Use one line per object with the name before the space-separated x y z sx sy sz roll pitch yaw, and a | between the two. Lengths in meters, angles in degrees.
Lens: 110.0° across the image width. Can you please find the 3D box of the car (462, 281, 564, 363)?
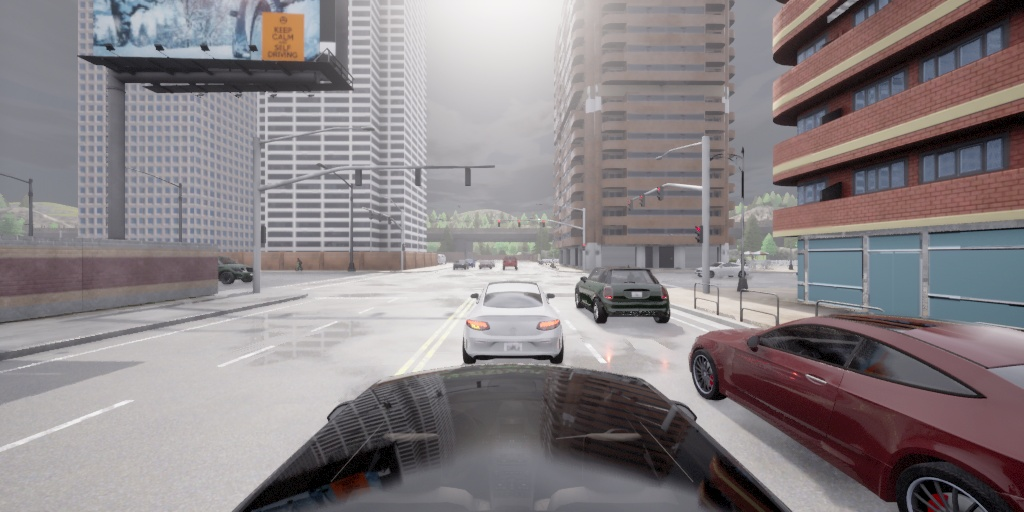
car | 0.017 1.276 7.986 1.812 1.442 4.674 0 0 0

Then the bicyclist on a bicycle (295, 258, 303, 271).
bicyclist on a bicycle | -25.974 1.051 43.748 0.582 1.620 1.656 0 0 0

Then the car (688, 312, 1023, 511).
car | 3.580 1.276 3.482 1.812 1.442 4.674 0 0 0

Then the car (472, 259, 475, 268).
car | -7.549 1.228 62.991 1.882 1.535 5.008 0 0 0

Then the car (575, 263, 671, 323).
car | 3.499 1.102 12.201 2.097 1.767 4.553 0 0 0

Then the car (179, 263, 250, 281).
car | -24.180 1.314 29.271 4.181 1.385 1.994 0 0 0

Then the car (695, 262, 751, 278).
car | 19.387 1.276 33.064 4.674 1.442 1.812 0 0 0

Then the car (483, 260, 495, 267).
car | -4.052 1.351 64.993 1.895 1.301 4.718 0 0 0

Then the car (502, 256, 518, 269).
car | -0.316 0.970 55.414 2.150 2.045 5.566 0 0 -1

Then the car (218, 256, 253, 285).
car | -21.472 0.972 25.775 5.566 2.045 2.150 0 0 0

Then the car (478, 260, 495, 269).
car | -4.012 1.276 55.012 1.812 1.442 4.674 0 0 -1

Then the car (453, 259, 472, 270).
car | -7.498 1.228 52.970 1.882 1.535 5.008 0 0 0
